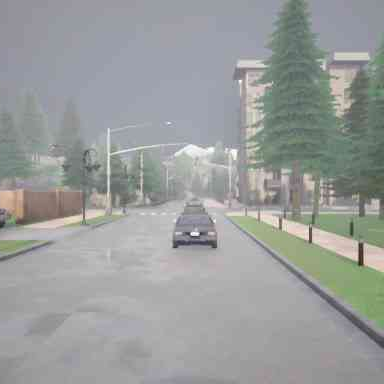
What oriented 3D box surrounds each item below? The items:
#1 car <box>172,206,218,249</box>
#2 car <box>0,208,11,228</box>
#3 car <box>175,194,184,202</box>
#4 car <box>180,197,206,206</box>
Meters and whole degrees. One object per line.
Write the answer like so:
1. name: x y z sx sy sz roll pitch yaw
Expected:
1. car: 0.125 1.561 14.562 2.033 1.411 5.357 0 0 0
2. car: -12.680 1.171 18.434 4.605 1.855 1.932 0 0 0
3. car: -2.856 1.377 77.929 2.097 1.767 4.553 0 0 1
4. car: 0.254 1.493 29.562 2.128 1.511 4.902 0 0 0
